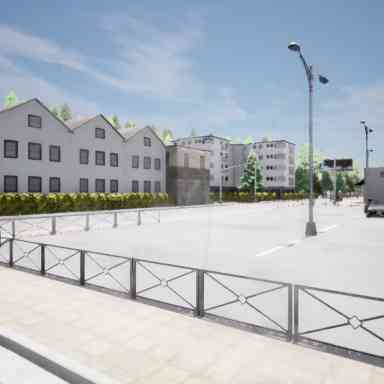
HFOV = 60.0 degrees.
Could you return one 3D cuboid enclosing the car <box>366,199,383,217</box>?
[{"bbox_3d":[15.364,1.298,26.852,2.007,1.523,4.514,0,0,35],"label":"car"}]
